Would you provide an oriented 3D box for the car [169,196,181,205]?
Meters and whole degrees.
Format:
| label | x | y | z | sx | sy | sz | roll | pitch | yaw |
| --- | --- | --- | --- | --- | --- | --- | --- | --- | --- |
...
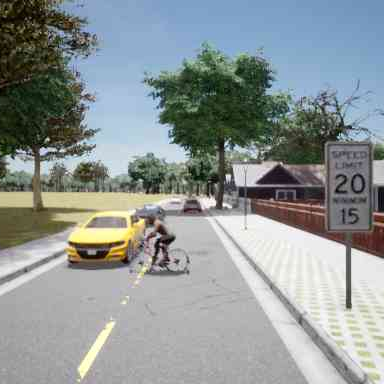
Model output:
| label | x | y | z | sx | sy | sz | roll | pitch | yaw |
| --- | --- | --- | --- | --- | --- | --- | --- | --- | --- |
| car | -2.932 | 1.449 | 58.210 | 1.812 | 1.442 | 4.674 | 0 | 0 | 0 |

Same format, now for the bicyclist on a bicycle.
| label | x | y | z | sx | sy | sz | roll | pitch | yaw |
| --- | --- | --- | --- | --- | --- | --- | --- | --- | --- |
| bicyclist on a bicycle | -0.918 | 1.447 | 9.081 | 1.656 | 1.620 | 0.582 | -2 | 0 | 0 |

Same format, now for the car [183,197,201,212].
| label | x | y | z | sx | sy | sz | roll | pitch | yaw |
| --- | --- | --- | --- | --- | --- | --- | --- | --- | --- |
| car | 0.038 | 1.547 | 37.928 | 1.994 | 1.385 | 4.181 | 0 | 0 | 0 |

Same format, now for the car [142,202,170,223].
| label | x | y | z | sx | sy | sz | roll | pitch | yaw |
| --- | --- | --- | --- | --- | --- | --- | --- | --- | --- |
| car | -2.872 | 1.563 | 22.896 | 1.994 | 1.385 | 4.181 | 0 | 0 | 1 |

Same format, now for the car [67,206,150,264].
| label | x | y | z | sx | sy | sz | roll | pitch | yaw |
| --- | --- | --- | --- | --- | --- | --- | --- | --- | --- |
| car | -2.868 | 1.478 | 12.018 | 1.882 | 1.535 | 5.008 | 0 | 0 | 0 |

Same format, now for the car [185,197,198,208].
| label | x | y | z | sx | sy | sz | roll | pitch | yaw |
| --- | --- | --- | --- | --- | --- | --- | --- | --- | --- |
| car | -0.041 | 1.462 | 48.705 | 1.837 | 1.490 | 4.892 | 0 | 0 | 0 |
